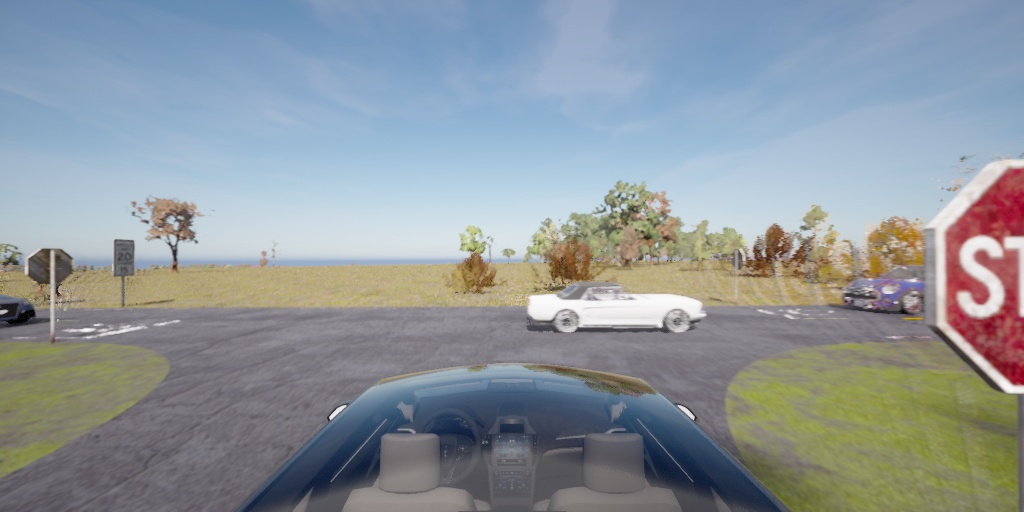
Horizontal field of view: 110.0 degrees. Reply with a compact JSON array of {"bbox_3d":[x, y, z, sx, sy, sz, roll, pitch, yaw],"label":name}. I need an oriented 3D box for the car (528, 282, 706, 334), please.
[{"bbox_3d":[2.820,1.414,10.303,4.718,1.301,1.895,-1,-1,2],"label":"car"}]

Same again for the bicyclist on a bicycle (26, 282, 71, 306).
[{"bbox_3d":[-22.078,1.534,17.109,0.582,1.620,1.656,0,0,2],"label":"bicyclist on a bicycle"}]

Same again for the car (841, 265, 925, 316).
[{"bbox_3d":[14.729,1.094,12.857,4.553,1.767,2.097,0,-1,2],"label":"car"}]

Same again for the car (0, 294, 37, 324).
[{"bbox_3d":[-17.556,1.547,10.979,4.181,1.385,1.994,0,-1,1],"label":"car"}]
